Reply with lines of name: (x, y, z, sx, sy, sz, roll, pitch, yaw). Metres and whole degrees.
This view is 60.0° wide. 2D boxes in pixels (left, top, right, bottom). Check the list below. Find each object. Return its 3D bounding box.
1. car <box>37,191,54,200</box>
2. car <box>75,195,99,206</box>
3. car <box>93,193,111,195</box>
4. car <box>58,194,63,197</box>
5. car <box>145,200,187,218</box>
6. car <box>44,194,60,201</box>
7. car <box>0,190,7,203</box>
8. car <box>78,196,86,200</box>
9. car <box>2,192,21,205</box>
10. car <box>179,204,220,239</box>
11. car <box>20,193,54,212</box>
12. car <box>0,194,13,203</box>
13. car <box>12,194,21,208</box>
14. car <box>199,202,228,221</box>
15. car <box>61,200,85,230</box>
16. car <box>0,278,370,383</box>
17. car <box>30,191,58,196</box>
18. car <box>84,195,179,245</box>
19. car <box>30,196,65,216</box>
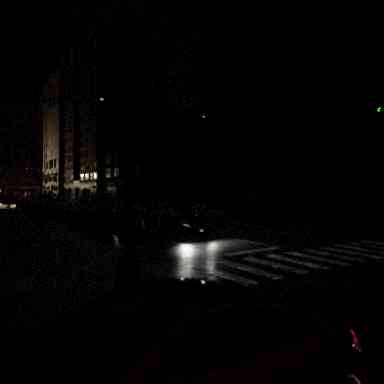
car: (-30.779, 0.776, 69.835, 2.192, 1.841, 5.009, 1, 0, -35)
car: (-15.004, 1.225, 47.420, 2.008, 1.369, 4.403, 1, 0, -35)
car: (-11.843, 1.039, 42.938, 2.192, 1.841, 5.009, 1, 0, -35)
car: (-24.568, 1.063, 61.007, 1.752, 1.417, 4.829, 1, 0, -35)
car: (-2.381, 1.464, 29.488, 1.802, 1.307, 4.206, 1, 0, -35)
car: (-27.628, 1.050, 65.352, 2.008, 1.369, 4.403, 1, 0, -35)
car: (-28.287, 0.973, 51.483, 1.967, 1.590, 4.097, 1, 0, -35)
car: (-7.900, 1.326, 27.295, 2.128, 1.511, 4.902, 0, 0, -35)
car: (-25.132, 1.121, 47.000, 1.887, 1.381, 4.507, 1, 0, -35)
car: (-0.888, 1.490, 17.330, 1.812, 1.442, 4.674, 0, 0, -35)
car: (-15.664, 1.165, 33.553, 1.967, 1.590, 4.097, 1, 0, -35)
car: (-31.345, 1.016, 55.825, 1.752, 1.417, 4.829, 1, 0, -35)
car: (-18.822, 1.225, 38.035, 2.008, 1.369, 4.403, 1, 0, -35)
car: (0.677, 1.463, 25.145, 1.752, 1.417, 4.829, 1, 0, -35)
car: (-6.200, 1.435, 20.105, 1.887, 1.381, 4.507, 1, 0, -35)
car: (-0.270, 1.598, 3.007, 4.181, 1.385, 1.994, 1, -1, -35)
car: (-19.900, 0.989, 44.491, 2.097, 1.767, 4.553, 0, 0, -35)
car: (-3.039, 1.265, 15.624, 2.192, 1.841, 5.009, 1, 0, -35)
car: (-12.511, 1.322, 29.070, 1.887, 1.381, 4.507, 1, 0, -35)
